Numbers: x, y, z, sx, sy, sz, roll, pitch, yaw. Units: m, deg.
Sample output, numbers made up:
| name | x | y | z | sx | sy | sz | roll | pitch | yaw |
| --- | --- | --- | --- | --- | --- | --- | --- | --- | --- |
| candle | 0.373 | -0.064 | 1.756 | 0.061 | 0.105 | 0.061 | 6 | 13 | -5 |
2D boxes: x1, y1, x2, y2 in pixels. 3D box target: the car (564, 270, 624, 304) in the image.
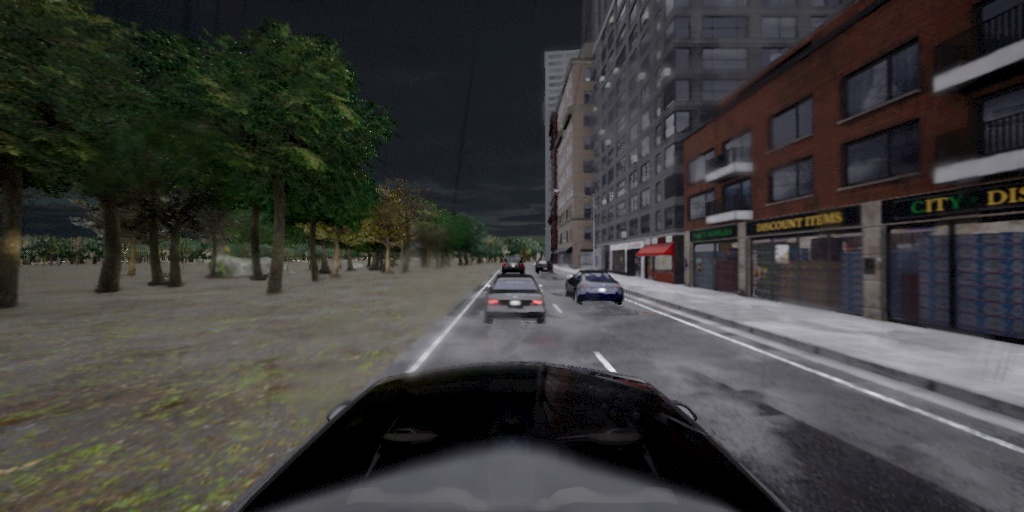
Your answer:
| name | x | y | z | sx | sy | sz | roll | pitch | yaw |
| --- | --- | --- | --- | --- | --- | --- | --- | --- | --- |
| car | 3.609 | 1.328 | 16.358 | 1.994 | 1.385 | 4.181 | 0 | 0 | 0 |

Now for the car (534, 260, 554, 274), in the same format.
| name | x | y | z | sx | sy | sz | roll | pitch | yaw |
| --- | --- | --- | --- | --- | --- | --- | --- | --- | --- |
| car | 3.632 | 1.200 | 41.182 | 1.882 | 1.535 | 5.008 | 0 | 0 | 0 |

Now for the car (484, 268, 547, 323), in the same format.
| name | x | y | z | sx | sy | sz | roll | pitch | yaw |
| --- | --- | --- | --- | --- | --- | --- | --- | --- | --- |
| car | 0.093 | 1.310 | 12.090 | 2.033 | 1.411 | 5.357 | 0 | 0 | 0 |

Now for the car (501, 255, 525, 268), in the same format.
| name | x | y | z | sx | sy | sz | roll | pitch | yaw |
| --- | --- | --- | --- | --- | --- | --- | --- | --- | --- |
| car | 0.118 | 0.954 | 34.708 | 2.150 | 2.045 | 5.566 | 0 | 0 | 0 |
